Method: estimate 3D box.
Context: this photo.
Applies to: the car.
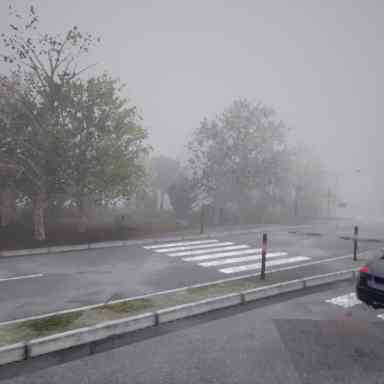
[{"bbox_3d":[5.230,1.584,6.645,4.181,1.385,1.994,0,-1,-31],"label":"car"}]
